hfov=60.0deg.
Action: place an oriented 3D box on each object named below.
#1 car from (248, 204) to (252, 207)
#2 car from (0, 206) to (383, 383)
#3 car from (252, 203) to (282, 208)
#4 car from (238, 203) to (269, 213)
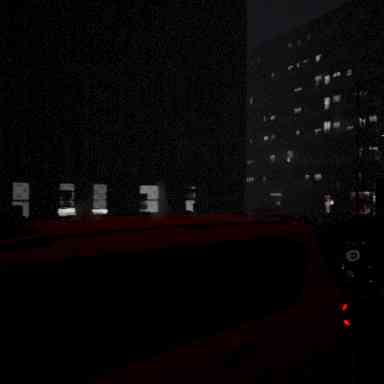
[{"bbox_3d":[6.295,2.264,42.771,1.752,1.417,4.829,0,-1,-36],"label":"car"},{"bbox_3d":[-1.145,1.224,2.253,5.566,2.045,2.150,1,0,-35],"label":"car"},{"bbox_3d":[9.405,2.106,38.414,1.967,1.590,4.097,0,-1,-36],"label":"car"},{"bbox_3d":[9.499,2.422,51.845,1.752,1.417,4.829,0,-1,-36],"label":"car"}]
